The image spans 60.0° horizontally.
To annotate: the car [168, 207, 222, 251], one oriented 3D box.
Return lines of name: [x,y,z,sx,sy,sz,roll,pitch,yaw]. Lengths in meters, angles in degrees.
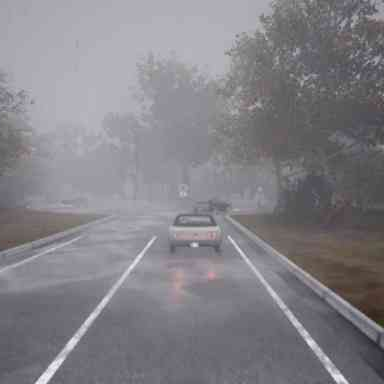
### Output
car: [0.101,1.500,13.604,1.895,1.301,4.718,0,0,0]

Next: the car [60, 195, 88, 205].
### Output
car: [-17.423,1.183,49.620,2.033,1.411,5.357,0,0,8]

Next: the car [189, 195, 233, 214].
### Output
car: [1.991,1.267,30.362,2.128,1.511,4.902,-1,0,32]

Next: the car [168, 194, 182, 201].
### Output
car: [-2.144,1.027,63.210,4.902,1.511,2.128,0,0,-1]
